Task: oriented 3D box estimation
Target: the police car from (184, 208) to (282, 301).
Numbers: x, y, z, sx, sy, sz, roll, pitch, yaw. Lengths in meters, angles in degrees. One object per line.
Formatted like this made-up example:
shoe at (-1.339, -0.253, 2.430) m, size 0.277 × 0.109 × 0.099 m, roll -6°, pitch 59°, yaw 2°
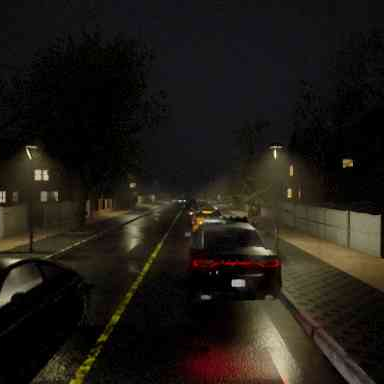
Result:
police car at (0.837, 1.434, 8.555) m, size 1.930 × 1.638 × 5.238 m, roll 0°, pitch 0°, yaw 0°

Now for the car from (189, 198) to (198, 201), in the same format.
car at (0.866, 1.479, 24.638) m, size 1.801 × 1.575 × 5.366 m, roll 0°, pitch 0°, yaw 0°

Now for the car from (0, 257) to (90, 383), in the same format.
car at (-2.746, 1.568, 4.065) m, size 1.994 × 1.385 × 4.181 m, roll 0°, pitch 0°, yaw 0°

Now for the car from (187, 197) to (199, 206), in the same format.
car at (0.102, 1.584, 58.434) m, size 2.033 × 1.411 × 5.357 m, roll 0°, pitch 0°, yaw 0°

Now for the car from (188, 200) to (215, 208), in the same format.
car at (0.856, 1.474, 18.638) m, size 1.801 × 1.575 × 5.366 m, roll 0°, pitch 0°, yaw 0°

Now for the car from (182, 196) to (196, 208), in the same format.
car at (0.098, 1.526, 45.078) m, size 2.128 × 1.511 × 4.902 m, roll 0°, pitch 0°, yaw 1°

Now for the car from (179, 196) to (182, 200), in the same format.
car at (-2.587, 1.634, 92.612) m, size 1.895 × 1.301 × 4.718 m, roll 0°, pitch 0°, yaw 0°
